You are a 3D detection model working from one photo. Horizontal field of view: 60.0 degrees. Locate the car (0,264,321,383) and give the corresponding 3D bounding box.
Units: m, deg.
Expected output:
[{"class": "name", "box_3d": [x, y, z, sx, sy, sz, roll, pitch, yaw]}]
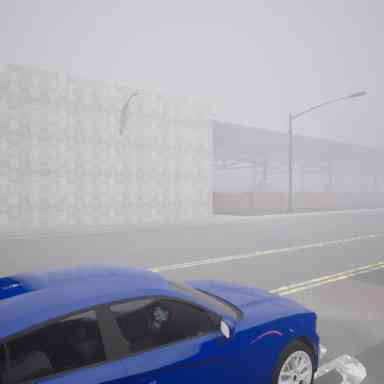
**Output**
[{"class": "car", "box_3d": [-0.791, 1.478, 3.185, 5.008, 1.535, 1.882, 0, 0, -36]}]
